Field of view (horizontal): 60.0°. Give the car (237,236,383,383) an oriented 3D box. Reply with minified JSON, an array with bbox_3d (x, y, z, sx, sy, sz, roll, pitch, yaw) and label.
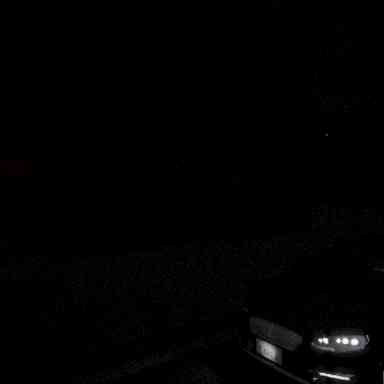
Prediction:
[{"bbox_3d":[2.841,1.488,5.089,4.902,1.511,2.128,0,0,-35],"label":"car"}]
